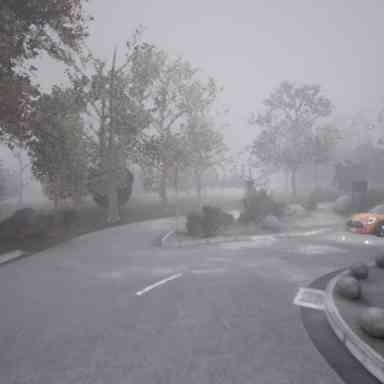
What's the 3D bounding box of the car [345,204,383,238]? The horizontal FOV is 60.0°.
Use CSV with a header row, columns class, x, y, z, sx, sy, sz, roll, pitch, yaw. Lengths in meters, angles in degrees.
class,x,y,z,sx,sy,sz,roll,pitch,yaw
car,10.557,1.404,17.731,4.553,1.767,2.097,0,0,-13
